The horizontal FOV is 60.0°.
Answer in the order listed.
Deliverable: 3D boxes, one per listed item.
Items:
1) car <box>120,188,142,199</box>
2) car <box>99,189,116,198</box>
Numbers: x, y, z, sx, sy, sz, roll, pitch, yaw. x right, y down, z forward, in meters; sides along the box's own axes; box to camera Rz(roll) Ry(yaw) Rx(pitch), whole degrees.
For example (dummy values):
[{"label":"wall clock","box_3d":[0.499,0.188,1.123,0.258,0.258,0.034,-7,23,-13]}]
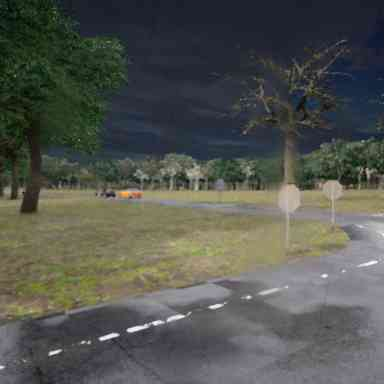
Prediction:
[{"label":"car","box_3d":[-9.954,0.183,53.968,2.097,1.767,4.553,1,0,-36]},{"label":"car","box_3d":[-15.760,0.291,61.931,1.837,1.490,4.892,1,0,-36]}]
